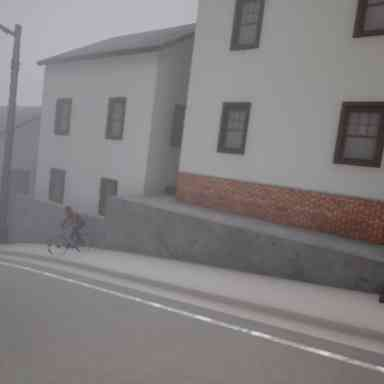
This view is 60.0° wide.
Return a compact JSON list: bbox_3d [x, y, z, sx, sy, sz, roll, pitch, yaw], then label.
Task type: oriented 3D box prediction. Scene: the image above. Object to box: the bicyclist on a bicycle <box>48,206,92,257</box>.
[{"bbox_3d":[-4.027,1.293,11.135,0.582,1.620,1.656,1,0,37],"label":"bicyclist on a bicycle"}]
